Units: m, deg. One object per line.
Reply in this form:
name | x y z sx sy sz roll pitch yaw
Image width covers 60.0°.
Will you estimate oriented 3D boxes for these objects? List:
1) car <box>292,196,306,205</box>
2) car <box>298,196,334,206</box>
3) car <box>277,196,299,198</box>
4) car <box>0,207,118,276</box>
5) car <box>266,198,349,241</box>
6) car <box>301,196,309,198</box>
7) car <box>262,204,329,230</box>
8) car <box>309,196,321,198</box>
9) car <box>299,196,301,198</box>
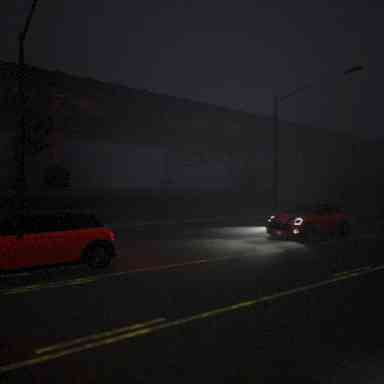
car | 16.100 1.253 49.944 1.853 1.218 4.536 0 0 18
car | 19.999 1.412 53.650 4.974 1.542 2.038 0 0 -7
car | 12.284 1.251 47.222 4.536 1.218 1.853 0 0 8
car | -4.519 1.332 9.364 4.553 1.767 2.097 0 0 -36
car | 5.870 1.343 16.740 4.553 1.767 2.097 1 0 -35
car | 16.084 1.411 49.895 2.038 1.542 4.974 0 0 18
car | 6.749 1.547 21.562 4.181 1.385 1.994 0 0 -35
car | 19.947 1.254 53.643 4.536 1.218 1.853 0 0 -7
car | 12.335 1.409 47.215 4.974 1.542 2.038 0 0 8
